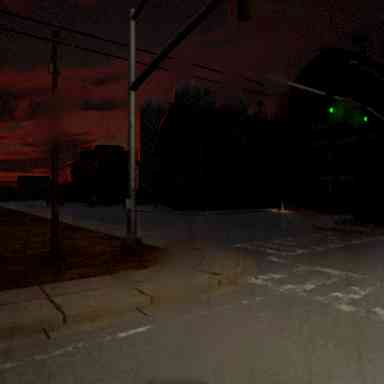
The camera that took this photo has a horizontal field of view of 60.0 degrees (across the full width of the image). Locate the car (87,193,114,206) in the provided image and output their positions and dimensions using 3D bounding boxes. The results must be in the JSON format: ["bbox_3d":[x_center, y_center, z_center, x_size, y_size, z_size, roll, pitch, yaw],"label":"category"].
[{"bbox_3d":[-13.808,1.110,50.592,3.866,1.878,1.905,-2,5,11],"label":"car"}]

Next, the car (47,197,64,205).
[{"bbox_3d":[-23.339,1.532,56.661,1.994,1.385,4.181,0,0,-36],"label":"car"}]
